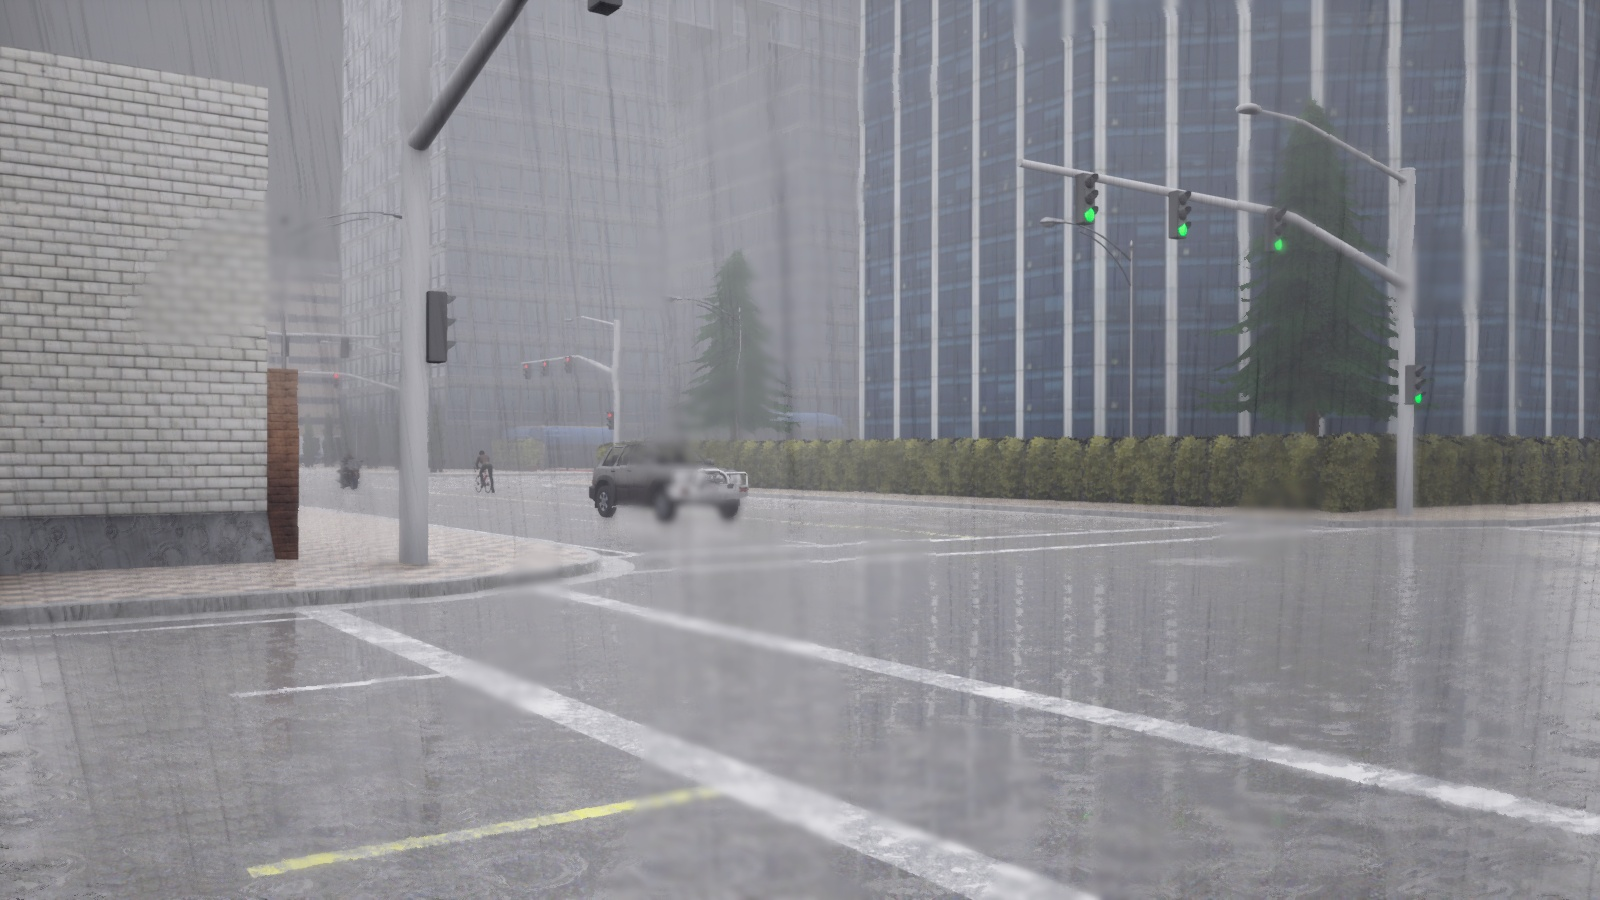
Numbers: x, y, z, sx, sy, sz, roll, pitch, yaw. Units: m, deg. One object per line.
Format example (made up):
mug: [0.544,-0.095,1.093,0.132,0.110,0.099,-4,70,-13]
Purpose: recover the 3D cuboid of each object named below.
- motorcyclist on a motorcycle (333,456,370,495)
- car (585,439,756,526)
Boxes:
motorcyclist on a motorcycle: [-17.958,0.996,50.278,0.866,1.530,2.191,0,0,-34]
car: [-3.097,0.695,29.092,1.932,1.855,4.605,0,0,-35]
